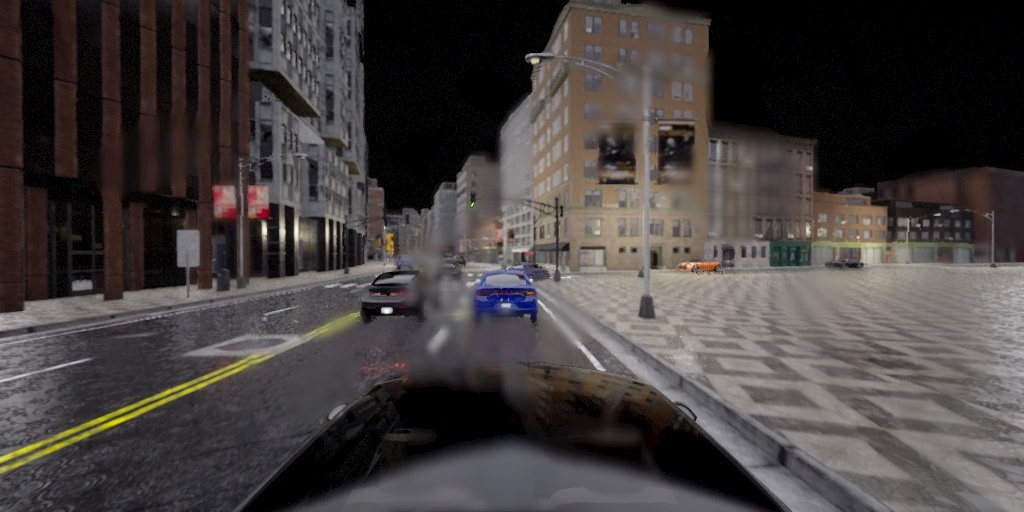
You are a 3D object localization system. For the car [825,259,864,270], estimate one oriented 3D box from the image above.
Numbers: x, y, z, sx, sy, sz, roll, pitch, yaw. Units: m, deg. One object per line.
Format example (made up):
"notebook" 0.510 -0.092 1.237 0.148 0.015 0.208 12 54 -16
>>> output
"car" 42.795 1.064 46.191 4.718 1.301 1.895 0 0 -18

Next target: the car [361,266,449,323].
"car" -3.485 1.245 12.092 1.837 1.490 4.892 0 -1 -3

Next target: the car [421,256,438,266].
"car" -12.407 1.071 53.238 2.097 1.767 4.553 0 0 -12

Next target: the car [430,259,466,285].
"car" -4.566 1.235 26.160 1.837 1.490 4.892 0 0 -6

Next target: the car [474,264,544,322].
"car" -0.245 1.216 12.307 1.882 1.535 5.008 0 0 -2

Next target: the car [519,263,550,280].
"car" 1.232 1.241 27.239 1.812 1.442 4.674 -1 0 29

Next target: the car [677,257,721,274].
"car" 20.075 0.921 38.616 4.553 1.767 2.097 0 0 -19

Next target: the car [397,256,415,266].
"car" -15.591 0.951 52.670 2.150 2.045 5.566 0 0 -12
